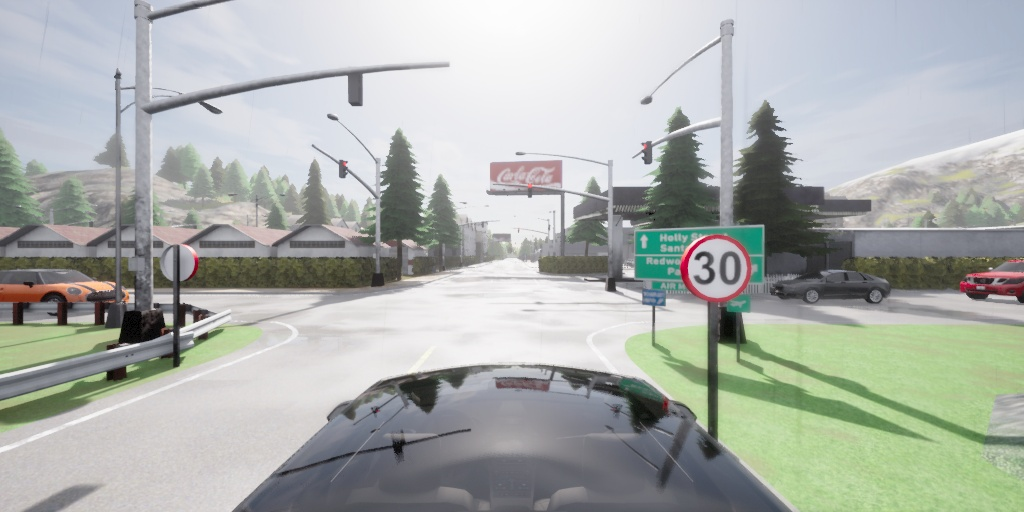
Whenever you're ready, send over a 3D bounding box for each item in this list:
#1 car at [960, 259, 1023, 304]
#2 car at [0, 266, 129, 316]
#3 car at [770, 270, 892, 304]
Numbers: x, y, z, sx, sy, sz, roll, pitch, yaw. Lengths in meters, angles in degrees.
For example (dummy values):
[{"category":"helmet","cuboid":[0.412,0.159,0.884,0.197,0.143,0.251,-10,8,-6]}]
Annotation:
[{"category":"car","cuboid":[25.174,1.160,17.127,5.566,2.045,2.150,0,0,0]},{"category":"car","cuboid":[-17.970,1.293,14.011,4.553,1.767,2.097,0,0,1]},{"category":"car","cuboid":[15.207,1.446,17.262,4.892,1.490,1.837,0,0,1]}]
